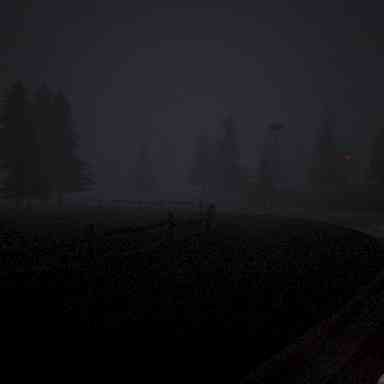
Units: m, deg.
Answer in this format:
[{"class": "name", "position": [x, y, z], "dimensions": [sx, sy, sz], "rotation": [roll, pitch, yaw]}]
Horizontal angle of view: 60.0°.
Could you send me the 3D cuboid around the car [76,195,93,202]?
[{"class": "car", "position": [-24.265, 1.510, 75.103], "dimensions": [4.892, 1.490, 1.837], "rotation": [0, 0, 41]}]
